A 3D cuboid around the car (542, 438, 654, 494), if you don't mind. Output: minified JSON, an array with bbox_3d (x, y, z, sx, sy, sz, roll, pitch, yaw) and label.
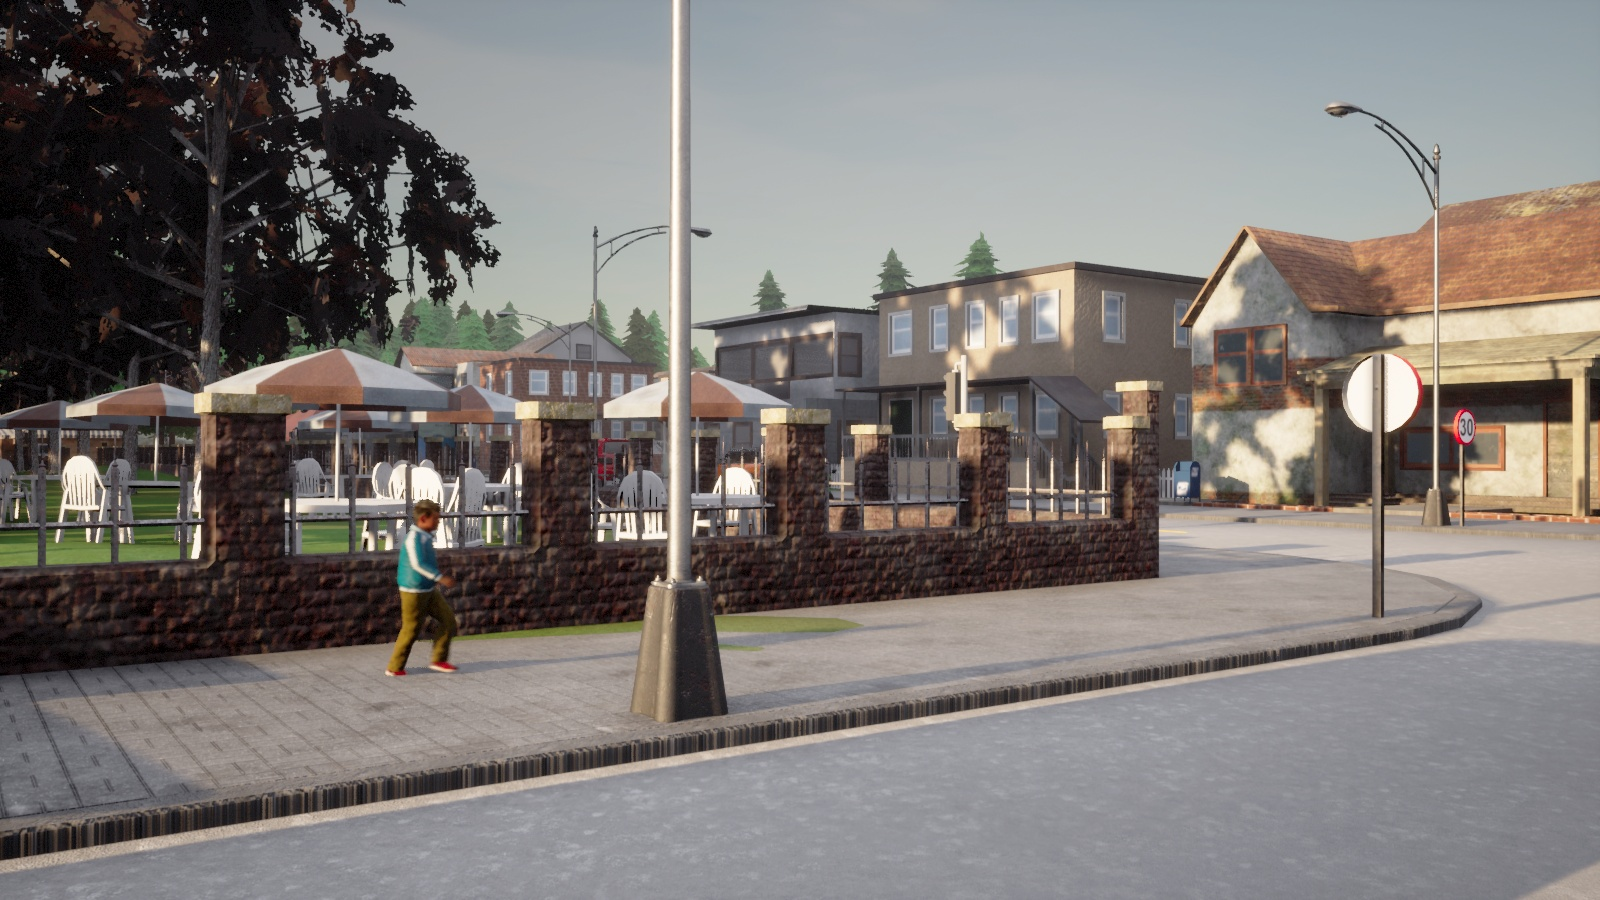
[{"bbox_3d":[-7.976,0.601,49.126,2.150,2.045,5.566,0,0,-35],"label":"car"}]

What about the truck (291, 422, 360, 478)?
[{"bbox_3d":[-30.828,0.028,81.444,2.891,3.462,7.936,0,0,-30],"label":"truck"}]

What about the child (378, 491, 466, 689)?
[{"bbox_3d":[-2.352,0.859,7.827,0.448,1.192,0.343,0,0,-1],"label":"child"}]

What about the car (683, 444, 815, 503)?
[{"bbox_3d":[-1.690,0.706,40.141,2.097,1.767,4.553,0,0,-35],"label":"car"}]
